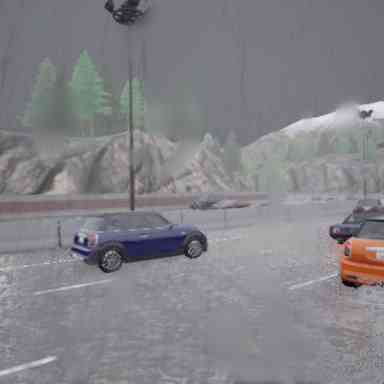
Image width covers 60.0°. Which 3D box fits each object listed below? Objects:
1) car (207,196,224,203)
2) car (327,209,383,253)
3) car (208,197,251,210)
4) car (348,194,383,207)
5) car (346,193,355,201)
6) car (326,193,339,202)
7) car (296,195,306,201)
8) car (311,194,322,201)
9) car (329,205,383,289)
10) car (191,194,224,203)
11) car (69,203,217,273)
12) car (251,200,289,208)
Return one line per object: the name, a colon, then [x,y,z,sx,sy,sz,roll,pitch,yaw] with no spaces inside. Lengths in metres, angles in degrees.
car: [4.379,1.588,40.366,1.837,1.490,4.892,-1,0,44]
car: [7.813,1.521,14.123,4.718,1.301,1.895,-1,0,-41]
car: [4.334,1.544,35.312,1.882,1.535,5.008,-1,0,45]
car: [13.633,1.208,24.525,4.553,1.767,2.097,-1,-1,-45]
car: [32.837,0.961,68.427,2.097,1.767,4.553,-1,0,27]
car: [28.650,1.085,67.975,2.097,1.767,4.553,-1,0,29]
car: [25.121,1.375,76.492,1.812,1.442,4.674,-1,0,25]
car: [27.547,1.261,73.500,1.882,1.535,5.008,-1,0,27]
car: [5.517,1.289,7.995,4.553,1.767,2.097,-1,0,-39]
car: [2.204,1.358,43.138,2.150,2.045,5.566,-1,-1,43]
car: [-1.644,1.431,11.299,4.553,1.767,2.097,-1,0,-37]
car: [8.469,1.553,34.541,1.994,1.385,4.181,-1,0,44]
